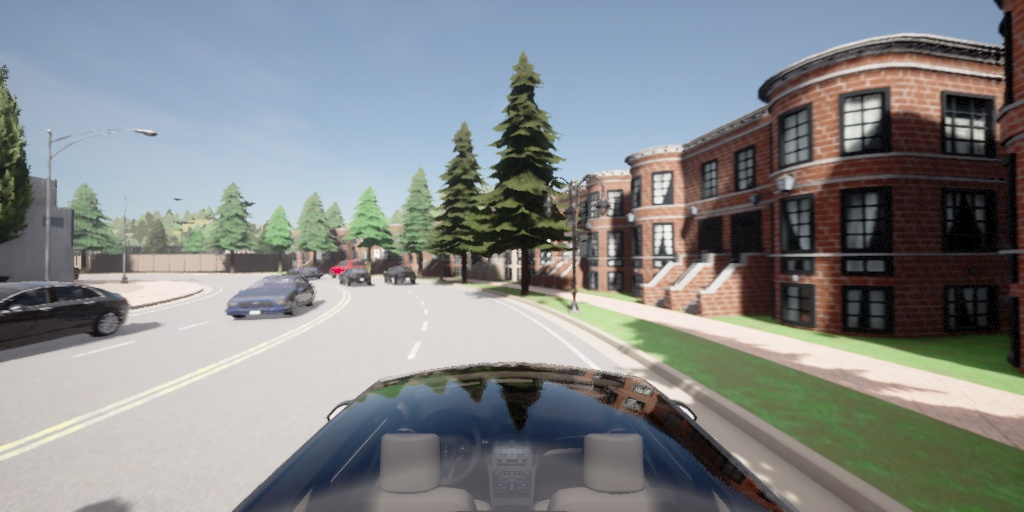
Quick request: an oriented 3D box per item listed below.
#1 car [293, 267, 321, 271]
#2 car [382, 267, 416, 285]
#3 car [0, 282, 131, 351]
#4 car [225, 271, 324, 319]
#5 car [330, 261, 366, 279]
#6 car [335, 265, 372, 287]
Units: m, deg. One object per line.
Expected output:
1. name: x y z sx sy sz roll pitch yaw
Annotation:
1. car: -22.708 1.869 39.413 5.357 1.411 2.033 -1 -1 36
2. car: -9.853 1.672 31.182 1.837 1.490 4.892 0 -1 -35
3. car: -11.255 1.376 7.910 1.837 1.490 4.892 0 -1 -10
4. car: -9.169 1.493 14.225 2.033 1.411 5.357 0 -1 -18
5. car: -18.425 1.543 40.446 5.566 2.045 2.150 -1 -1 40
6. car: -12.925 1.684 29.552 1.812 1.442 4.674 0 -1 -36
